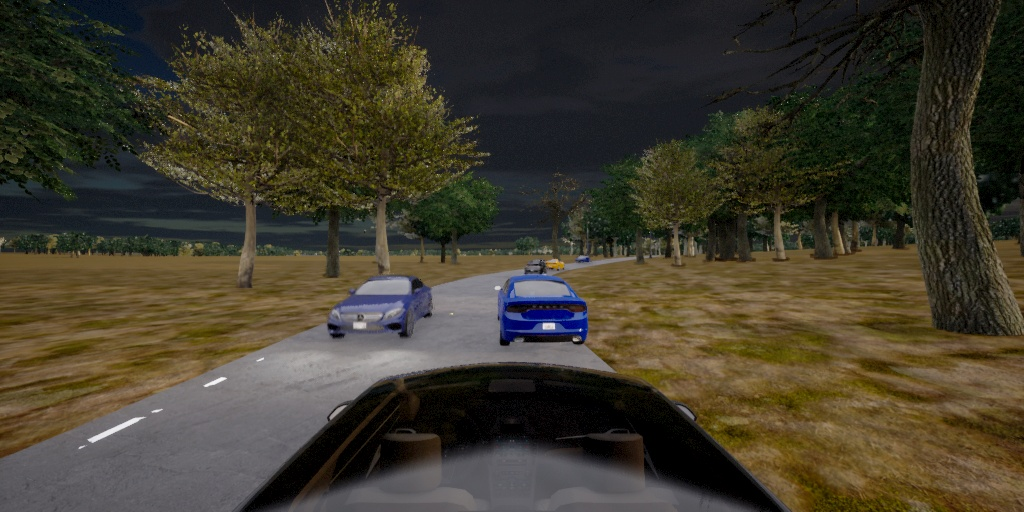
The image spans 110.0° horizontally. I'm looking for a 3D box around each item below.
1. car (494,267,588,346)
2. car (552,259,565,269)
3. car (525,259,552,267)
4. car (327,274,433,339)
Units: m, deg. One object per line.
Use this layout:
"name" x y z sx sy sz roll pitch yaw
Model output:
"car" 0.577 1.228 9.513 1.882 1.535 5.008 0 0 -3
"car" 5.775 1.149 48.374 1.882 1.535 5.008 0 1 21
"car" 2.625 1.234 38.265 2.128 1.511 4.902 0 0 14
"car" -3.445 1.275 10.244 1.812 1.442 4.674 0 0 -2
